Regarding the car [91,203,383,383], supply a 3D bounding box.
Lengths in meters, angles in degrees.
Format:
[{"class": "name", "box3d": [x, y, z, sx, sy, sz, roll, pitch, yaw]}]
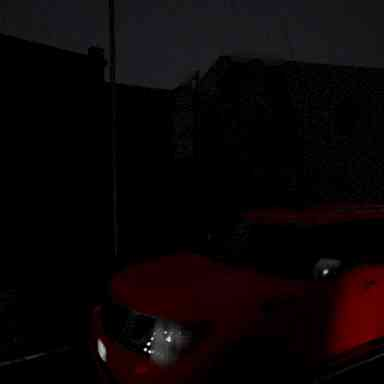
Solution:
[{"class": "car", "box3d": [1.532, 1.214, 4.636, 5.566, 2.045, 2.150, 0, 0, -28]}]
